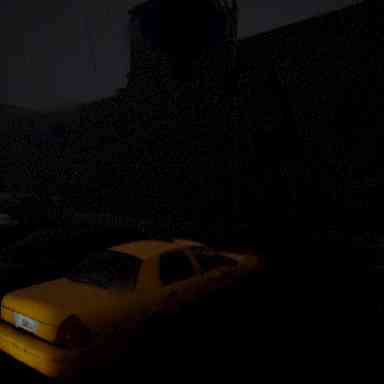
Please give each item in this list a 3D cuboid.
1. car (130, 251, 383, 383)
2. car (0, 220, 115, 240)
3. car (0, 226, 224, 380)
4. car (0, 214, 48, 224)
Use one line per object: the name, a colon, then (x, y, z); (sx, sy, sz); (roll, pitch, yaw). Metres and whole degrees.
car: (1.774, 1.508, 4.126); (2.163, 1.488, 4.792); (0, 0, 36)
car: (-2.782, 1.500, 7.309); (2.163, 1.488, 4.792); (0, 0, 36)
car: (-0.395, 1.471, 5.868); (1.946, 1.575, 5.366); (0, 0, 36)
car: (-5.042, 1.496, 8.924); (2.163, 1.488, 4.792); (0, 0, 36)
